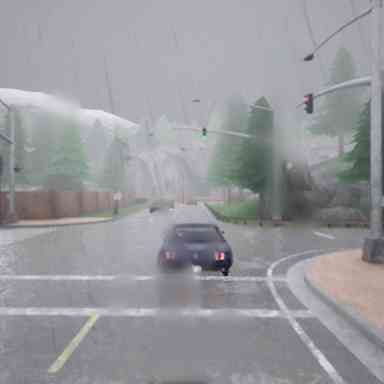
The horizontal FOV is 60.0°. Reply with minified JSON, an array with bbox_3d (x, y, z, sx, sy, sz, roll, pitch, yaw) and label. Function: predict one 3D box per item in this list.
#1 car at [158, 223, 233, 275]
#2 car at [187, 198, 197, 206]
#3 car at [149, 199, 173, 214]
[{"bbox_3d":[0.094,1.620,10.465,1.895,1.301,4.718,0,0,0],"label":"car"},{"bbox_3d":[-0.009,1.656,57.546,2.033,1.411,5.357,0,0,0],"label":"car"},{"bbox_3d":[-3.583,1.618,37.228,2.033,1.411,5.357,0,0,0],"label":"car"}]
